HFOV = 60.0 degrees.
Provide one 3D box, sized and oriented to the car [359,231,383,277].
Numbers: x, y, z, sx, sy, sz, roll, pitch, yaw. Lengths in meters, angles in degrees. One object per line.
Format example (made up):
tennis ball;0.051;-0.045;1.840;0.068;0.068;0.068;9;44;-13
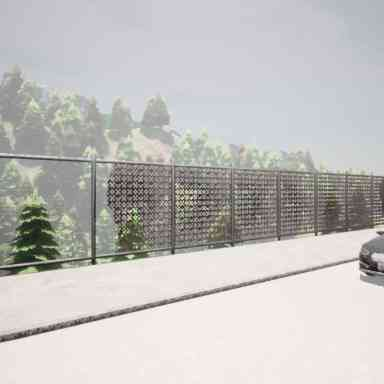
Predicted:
car;6.503;1.492;9.170;4.902;1.511;2.128;0;0;-36
